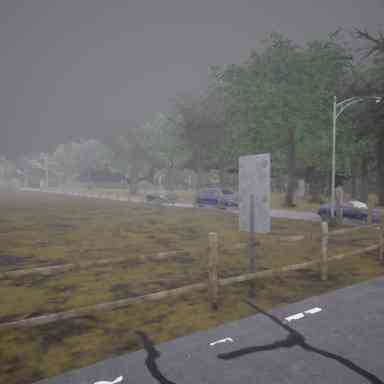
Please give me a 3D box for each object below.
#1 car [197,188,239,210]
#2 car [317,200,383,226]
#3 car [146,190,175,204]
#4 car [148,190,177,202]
[{"bbox_3d":[2.724,0.651,32.897,2.150,2.045,5.566,0,1,-35],"label":"car"},{"bbox_3d":[10.417,1.273,21.682,1.812,1.442,4.674,0,1,-32],"label":"car"},{"bbox_3d":[-4.010,0.503,42.386,2.097,1.767,4.553,0,1,-36],"label":"car"},{"bbox_3d":[-4.319,0.550,47.905,1.837,1.490,4.892,0,1,-35],"label":"car"}]
